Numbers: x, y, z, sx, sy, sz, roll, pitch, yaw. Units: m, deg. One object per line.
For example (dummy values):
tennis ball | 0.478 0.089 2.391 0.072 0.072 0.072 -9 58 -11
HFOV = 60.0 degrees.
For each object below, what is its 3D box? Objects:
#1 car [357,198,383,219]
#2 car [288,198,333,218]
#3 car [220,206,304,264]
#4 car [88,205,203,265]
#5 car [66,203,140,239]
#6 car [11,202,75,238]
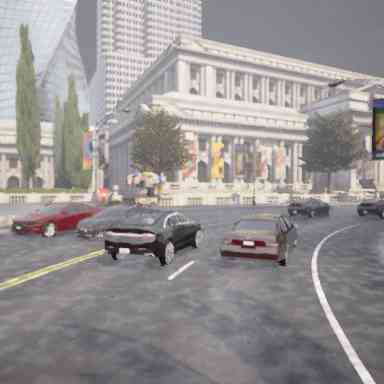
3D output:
car | 15.346 1.275 26.998 4.892 1.490 1.837 0 0 -35
car | 9.665 1.257 27.006 4.892 1.490 1.837 0 0 -42
car | 2.508 1.436 11.466 2.033 1.411 5.357 0 1 22
car | -1.061 1.369 11.356 2.128 1.511 4.902 0 0 19
car | -3.314 1.333 15.702 1.837 1.490 4.892 0 0 24
car | -6.605 1.281 16.872 1.882 1.535 5.008 0 0 24
